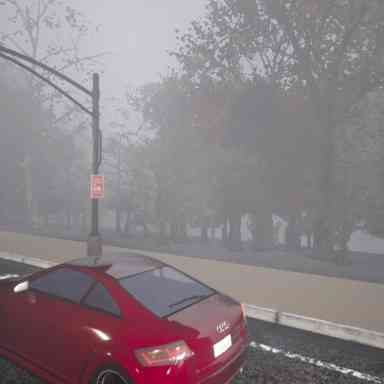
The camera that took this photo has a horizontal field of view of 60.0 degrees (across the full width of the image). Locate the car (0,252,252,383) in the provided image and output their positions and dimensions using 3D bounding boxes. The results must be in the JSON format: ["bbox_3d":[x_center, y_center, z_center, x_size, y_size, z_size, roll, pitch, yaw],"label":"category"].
[{"bbox_3d":[-1.314,1.563,4.618,4.181,1.385,1.994,0,0,35],"label":"car"}]
